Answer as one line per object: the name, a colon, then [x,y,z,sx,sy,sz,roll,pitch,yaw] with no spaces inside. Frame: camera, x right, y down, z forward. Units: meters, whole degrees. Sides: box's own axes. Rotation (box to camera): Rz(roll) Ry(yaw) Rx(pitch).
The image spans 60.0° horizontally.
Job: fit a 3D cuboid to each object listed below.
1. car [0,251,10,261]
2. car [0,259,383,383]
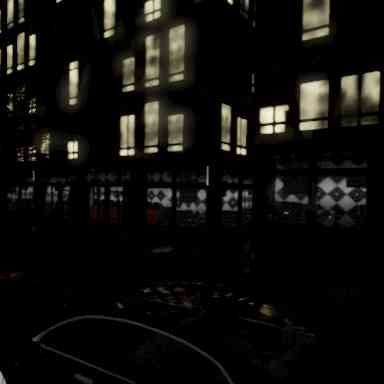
car: [-4.896,1.546,6.352,4.507,1.381,1.887,0,1,36]
car: [-0.317,1.551,3.085,4.403,1.369,2.008,0,1,36]
